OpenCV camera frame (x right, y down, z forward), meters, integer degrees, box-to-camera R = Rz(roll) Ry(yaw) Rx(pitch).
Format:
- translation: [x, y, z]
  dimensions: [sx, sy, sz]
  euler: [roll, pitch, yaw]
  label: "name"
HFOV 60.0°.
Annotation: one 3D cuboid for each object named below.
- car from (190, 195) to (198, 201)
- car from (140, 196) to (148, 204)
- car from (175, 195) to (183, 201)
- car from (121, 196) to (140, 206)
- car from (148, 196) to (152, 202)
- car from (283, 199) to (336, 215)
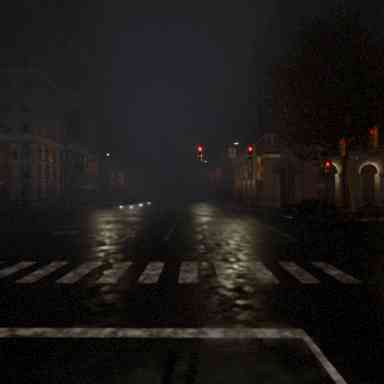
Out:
- translation: [0.417, 1.449, 78.676]
  dimensions: [2.128, 1.511, 4.902]
  euler: [0, 0, 1]
  label: "car"
- translation: [-10.310, 1.600, 64.829]
  dimensions: [1.895, 1.301, 4.718]
  euler: [0, 0, 1]
  label: "car"
- translation: [-3.083, 1.449, 78.722]
  dimensions: [2.128, 1.511, 4.902]
  euler: [0, 0, 1]
  label: "car"
- translation: [-10.389, 1.477, 55.206]
  dimensions: [1.882, 1.535, 5.008]
  euler: [0, 0, 1]
  label: "car"
- translation: [-10.134, 1.594, 74.990]
  dimensions: [1.895, 1.301, 4.718]
  euler: [0, 0, 1]
  label: "car"
- translation: [11.587, 1.477, 32.901]
  dimensions: [5.008, 1.535, 1.882]
  euler: [0, 0, 0]
  label: "car"
